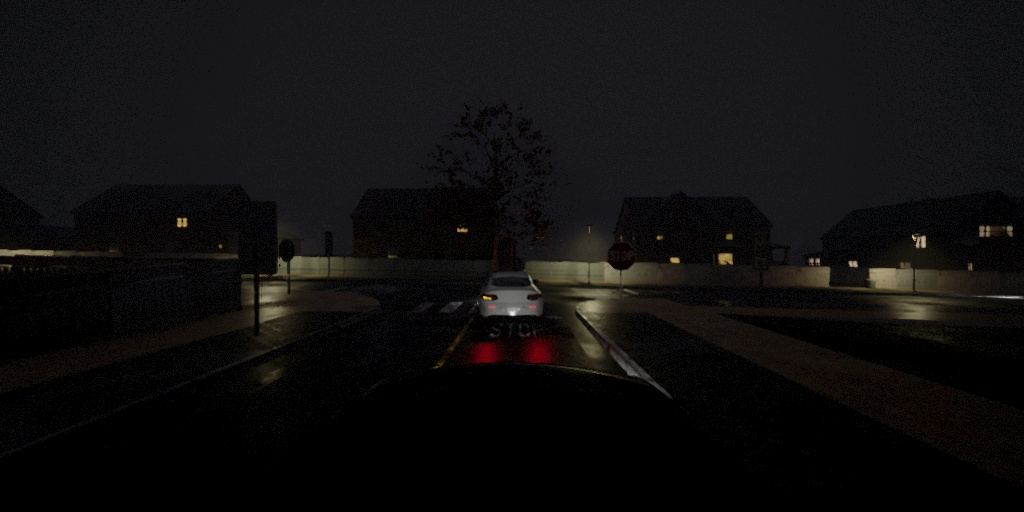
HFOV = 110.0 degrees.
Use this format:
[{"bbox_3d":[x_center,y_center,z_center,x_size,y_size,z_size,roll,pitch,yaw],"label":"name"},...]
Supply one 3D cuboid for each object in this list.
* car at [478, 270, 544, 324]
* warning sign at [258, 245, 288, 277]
[{"bbox_3d":[-0.092,1.173,11.366,1.812,1.442,4.674,0,1,-3],"label":"car"},{"bbox_3d":[-15.434,0.388,23.056,1.060,1.860,1.300,0,0,1],"label":"warning sign"}]
